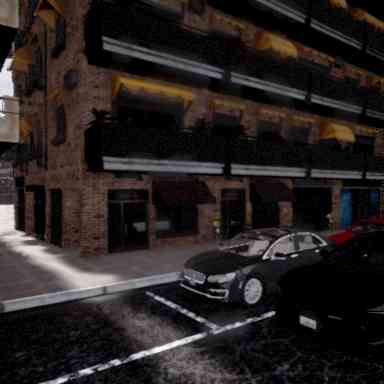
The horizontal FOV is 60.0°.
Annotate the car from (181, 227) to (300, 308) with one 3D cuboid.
[{"bbox_3d":[1.795,1.555,7.842,4.403,1.369,2.008,0,0,-35],"label":"car"}]

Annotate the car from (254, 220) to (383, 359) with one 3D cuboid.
[{"bbox_3d":[3.603,1.482,5.937,5.008,1.535,1.882,0,0,-35],"label":"car"}]

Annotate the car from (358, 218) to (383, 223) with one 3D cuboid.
[{"bbox_3d":[6.295,1.553,11.049,4.507,1.381,1.887,0,0,-35],"label":"car"}]
